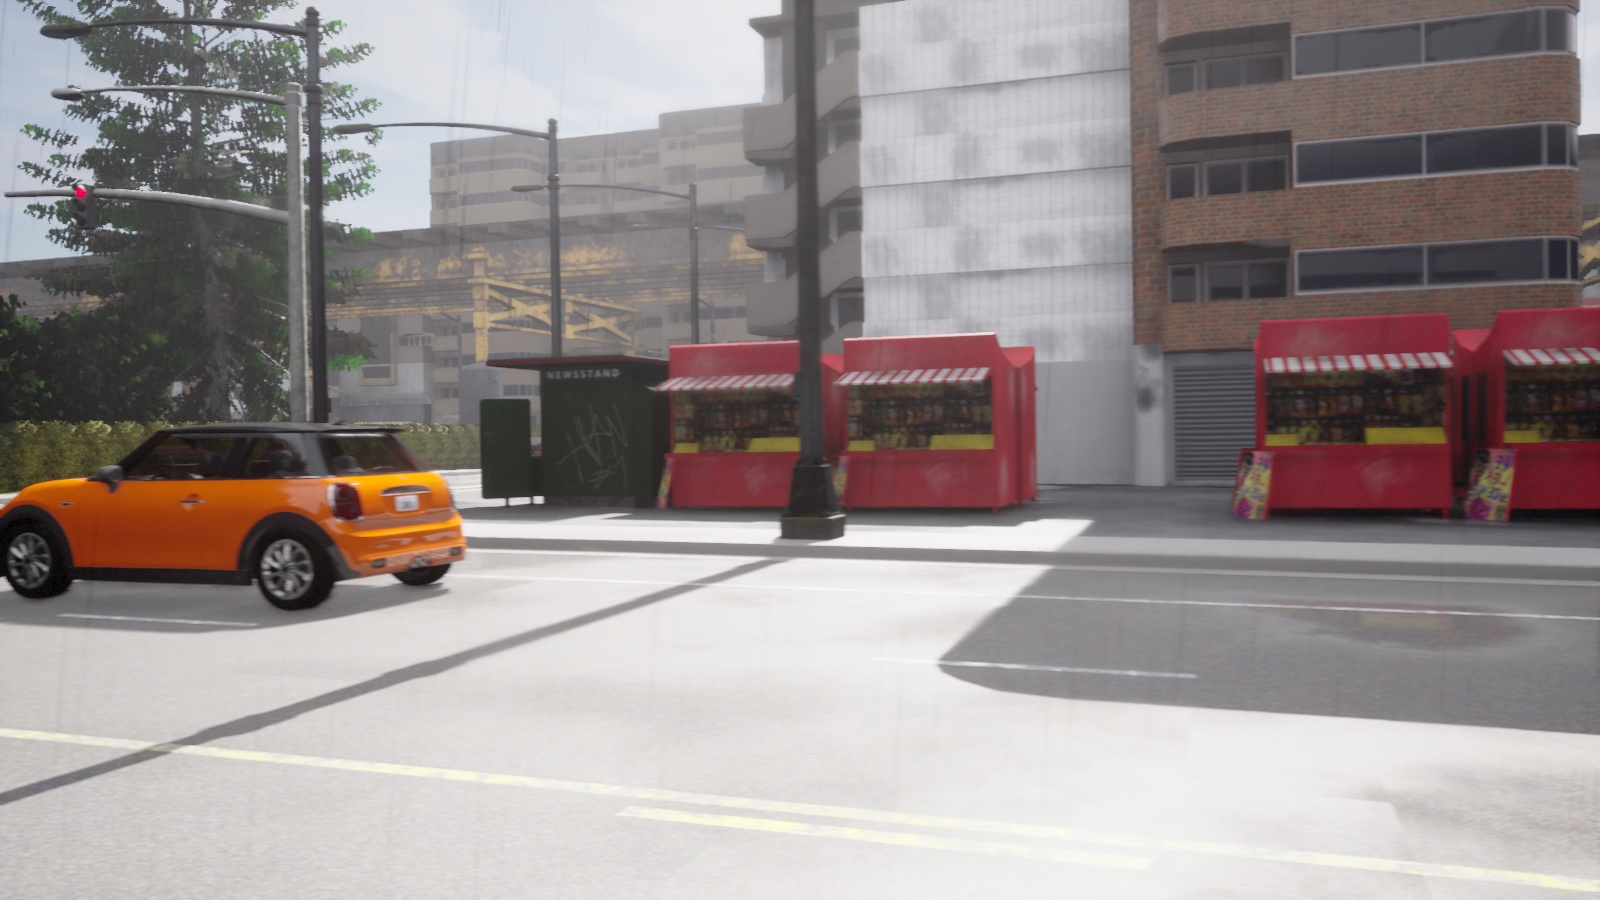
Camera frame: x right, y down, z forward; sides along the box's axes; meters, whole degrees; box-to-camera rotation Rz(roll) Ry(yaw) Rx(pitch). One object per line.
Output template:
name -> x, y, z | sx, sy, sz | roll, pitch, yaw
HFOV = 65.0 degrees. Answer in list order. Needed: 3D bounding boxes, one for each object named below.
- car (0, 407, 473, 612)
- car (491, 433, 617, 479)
car -> -5.829, 0.481, 12.539 | 4.553, 1.767, 2.097 | 0, 1, 19
car -> -8.457, 0.180, 43.674 | 2.163, 1.488, 4.792 | 0, 1, 19
